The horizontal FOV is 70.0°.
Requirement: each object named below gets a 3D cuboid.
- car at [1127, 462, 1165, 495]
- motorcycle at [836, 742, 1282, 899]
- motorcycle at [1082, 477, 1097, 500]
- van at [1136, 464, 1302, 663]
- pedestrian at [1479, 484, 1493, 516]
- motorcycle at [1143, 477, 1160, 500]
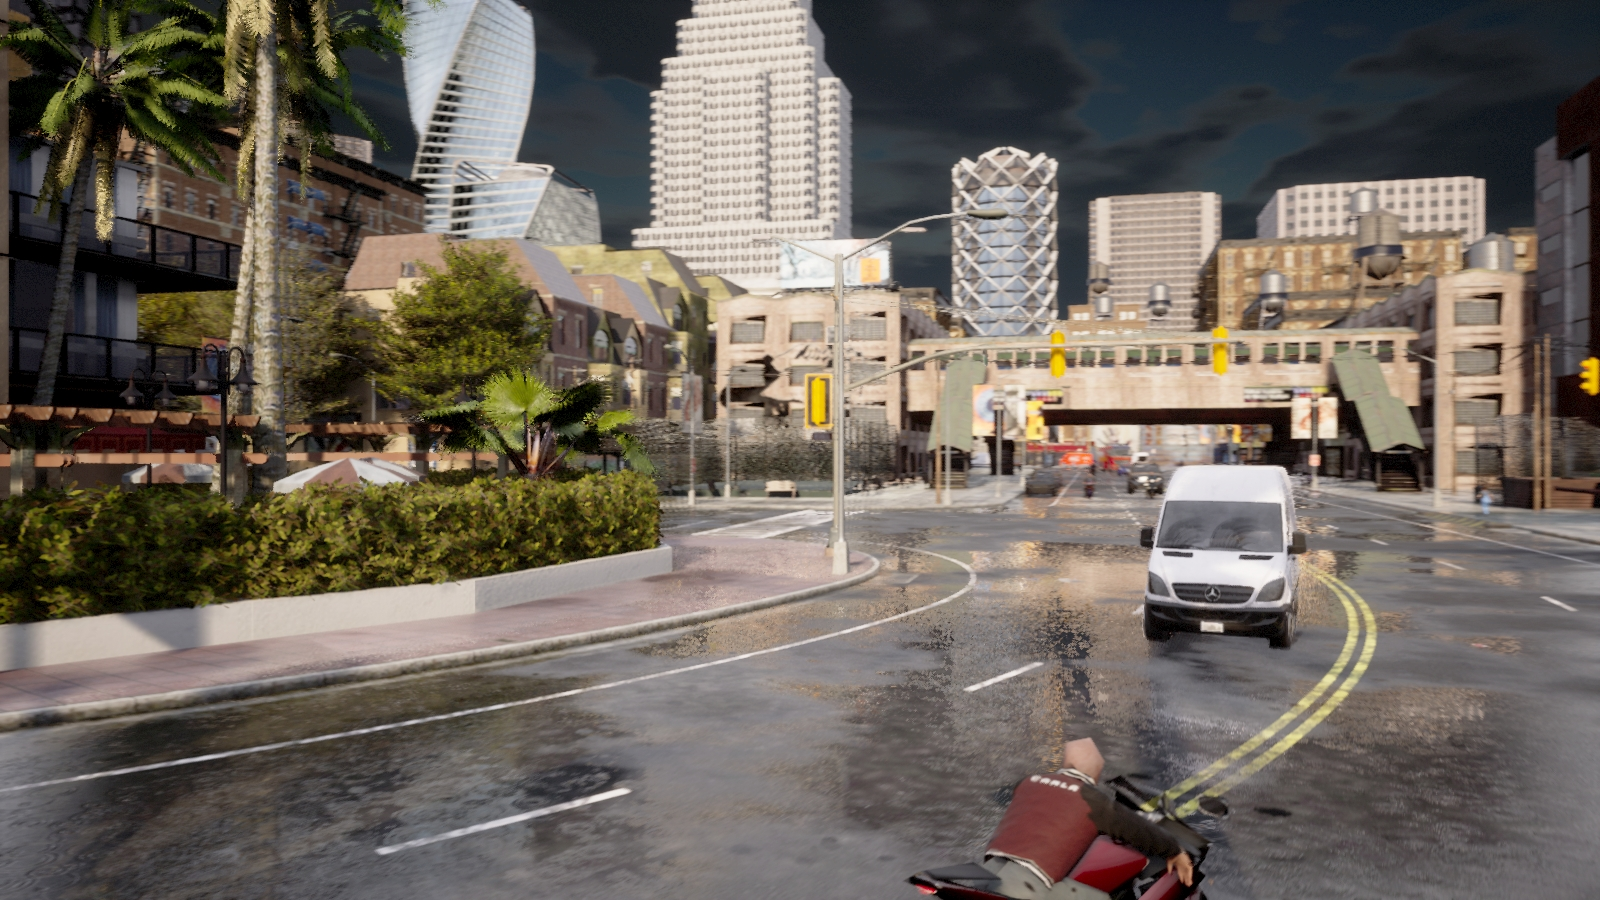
[{"bbox_3d":[22.682,1.841,75.080,2.150,2.045,5.566,0,0,15],"label":"car"},{"bbox_3d":[1.254,2.210,5.148,2.209,1.251,0.867,0,-1,-43],"label":"motorcycle"},{"bbox_3d":[17.096,2.263,67.434,0.867,1.251,2.209,0,0,14],"label":"motorcycle"},{"bbox_3d":[6.876,1.549,18.302,1.988,2.561,5.915,0,0,25],"label":"van"},{"bbox_3d":[27.572,2.004,45.905,0.375,1.300,0.375,0,0,11],"label":"pedestrian"},{"bbox_3d":[20.436,2.237,66.363,0.856,1.236,1.805,0,0,14],"label":"motorcycle"}]
